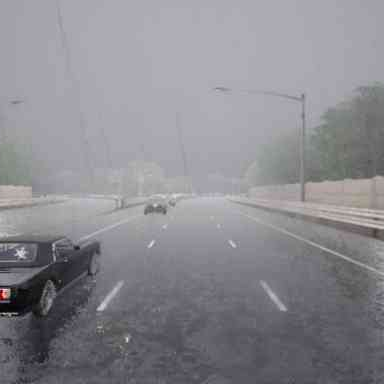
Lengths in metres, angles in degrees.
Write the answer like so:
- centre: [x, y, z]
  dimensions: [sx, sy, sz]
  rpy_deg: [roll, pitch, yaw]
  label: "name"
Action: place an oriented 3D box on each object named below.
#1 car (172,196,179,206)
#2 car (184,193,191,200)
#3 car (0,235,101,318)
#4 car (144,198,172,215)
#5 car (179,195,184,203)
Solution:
- centre: [-3.503, 1.609, 52.403]
  dimensions: [1.895, 1.301, 4.718]
  rpy_deg: [0, 0, 0]
  label: "car"
- centre: [-2.280, 1.539, 94.847]
  dimensions: [1.837, 1.490, 4.892]
  rpy_deg: [0, 0, 5]
  label: "car"
- centre: [-3.501, 1.598, 7.373]
  dimensions: [1.895, 1.301, 4.718]
  rpy_deg: [0, 0, 0]
  label: "car"
- centre: [-3.502, 1.355, 33.653]
  dimensions: [2.097, 1.767, 4.553]
  rpy_deg: [0, 0, 0]
  label: "car"
- centre: [-3.429, 1.532, 70.218]
  dimensions: [2.128, 1.511, 4.902]
  rpy_deg: [0, 0, 1]
  label: "car"
